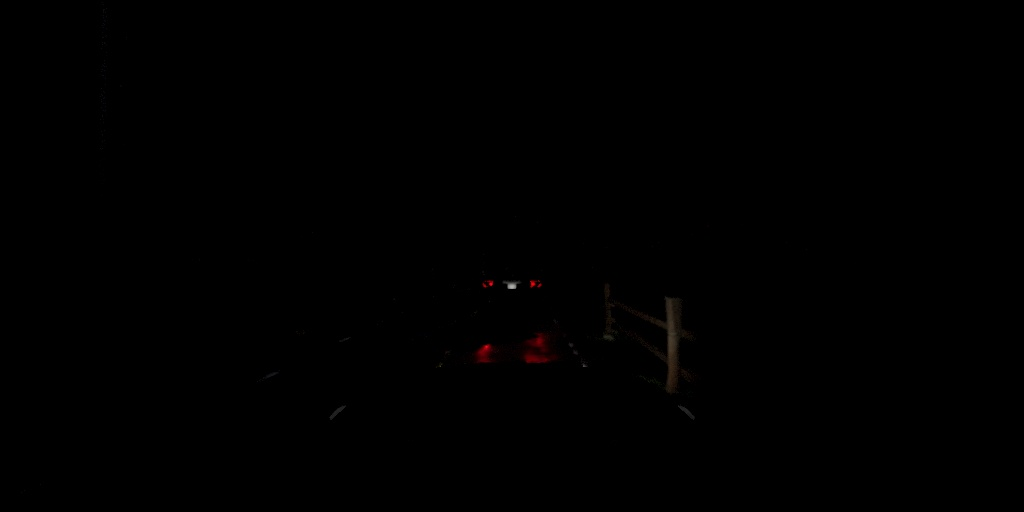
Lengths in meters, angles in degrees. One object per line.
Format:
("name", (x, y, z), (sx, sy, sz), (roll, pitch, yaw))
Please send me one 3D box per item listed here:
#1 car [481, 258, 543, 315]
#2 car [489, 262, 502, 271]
("car", (0.008, 1.102, 14.375), (2.150, 2.045, 5.566), (0, 0, 0))
("car", (-2.764, 1.839, 60.996), (1.812, 1.442, 4.674), (0, -1, 0))
